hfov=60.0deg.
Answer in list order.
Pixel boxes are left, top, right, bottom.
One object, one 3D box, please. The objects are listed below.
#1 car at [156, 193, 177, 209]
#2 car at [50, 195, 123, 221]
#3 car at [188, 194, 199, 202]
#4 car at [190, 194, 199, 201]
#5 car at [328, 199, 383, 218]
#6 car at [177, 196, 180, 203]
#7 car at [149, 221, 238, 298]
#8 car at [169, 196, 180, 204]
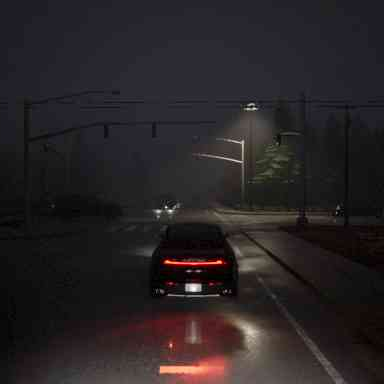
[{"bbox_3d":[-3.591,1.221,45.938,2.150,2.045,5.566,0,0,0],"label":"car"},{"bbox_3d":[-8.449,1.245,26.862,5.566,2.045,2.150,0,0,-6],"label":"car"},{"bbox_3d":[0.286,1.353,73.218,2.097,1.767,4.553,0,0,2],"label":"car"},{"bbox_3d":[0.671,1.297,83.258,2.097,1.767,4.553,0,0,2],"label":"car"},{"bbox_3d":[14.590,1.379,29.660,4.553,1.767,2.097,0,0,1],"label":"car"},{"bbox_3d":[-3.557,1.564,55.864,1.994,1.385,4.181,0,0,0],"label":"car"},{"bbox_3d":[0.049,1.501,8.525,1.837,1.490,4.892,0,0,1],"label":"car"},{"bbox_3d":[-3.394,1.505,66.806,1.837,1.490,4.892,0,0,1],"label":"car"}]
